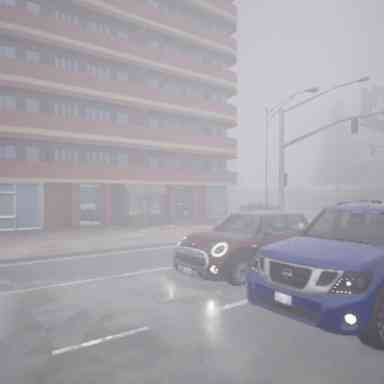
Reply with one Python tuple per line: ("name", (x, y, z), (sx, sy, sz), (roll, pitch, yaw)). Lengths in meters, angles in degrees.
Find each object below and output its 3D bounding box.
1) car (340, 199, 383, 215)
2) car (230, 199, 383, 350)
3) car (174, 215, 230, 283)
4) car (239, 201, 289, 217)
("car", (18.229, 1.491, 34.501), (2.128, 1.511, 4.902), (0, 0, -37))
("car", (3.600, 1.219, 6.589), (5.566, 2.045, 2.150), (0, 0, -36))
("car", (1.709, 1.353, 9.540), (4.553, 1.767, 2.097), (0, 0, -36))
("car", (6.844, 1.601, 32.043), (1.895, 1.301, 4.718), (0, 0, -36))
